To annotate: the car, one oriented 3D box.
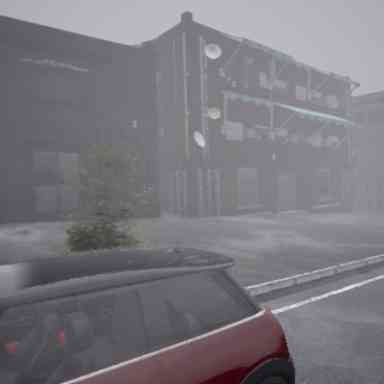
[{"bbox_3d":[-1.295,1.360,2.541,4.553,1.767,2.097,0,0,-36],"label":"car"}]
